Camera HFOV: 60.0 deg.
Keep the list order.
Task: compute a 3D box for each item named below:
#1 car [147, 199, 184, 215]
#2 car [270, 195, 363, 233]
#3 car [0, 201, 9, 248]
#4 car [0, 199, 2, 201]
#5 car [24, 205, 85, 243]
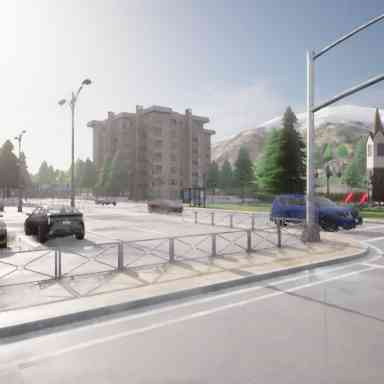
[{"bbox_3d":[-2.778,1.477,34.217,1.882,1.535,5.008,0,0,-36],"label":"car"},{"bbox_3d":[7.376,1.221,20.423,2.150,2.045,5.566,0,0,-36],"label":"car"},{"bbox_3d":[-8.883,1.331,13.426,2.152,1.636,5.027,0,0,-36],"label":"car"},{"bbox_3d":[-21.613,1.374,36.410,1.845,1.501,3.633,0,0,-36],"label":"car"},{"bbox_3d":[-6.370,1.340,15.305,2.007,1.523,4.514,0,0,-36],"label":"car"}]
